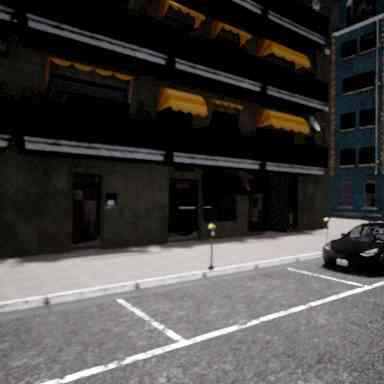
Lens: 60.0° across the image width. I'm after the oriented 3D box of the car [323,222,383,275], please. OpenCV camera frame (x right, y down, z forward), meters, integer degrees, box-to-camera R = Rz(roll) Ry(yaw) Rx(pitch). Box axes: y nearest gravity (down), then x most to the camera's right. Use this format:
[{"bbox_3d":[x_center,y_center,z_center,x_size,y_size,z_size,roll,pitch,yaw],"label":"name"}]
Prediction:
[{"bbox_3d":[6.144,1.705,10.928,4.313,1.339,1.947,1,0,-35],"label":"car"}]
